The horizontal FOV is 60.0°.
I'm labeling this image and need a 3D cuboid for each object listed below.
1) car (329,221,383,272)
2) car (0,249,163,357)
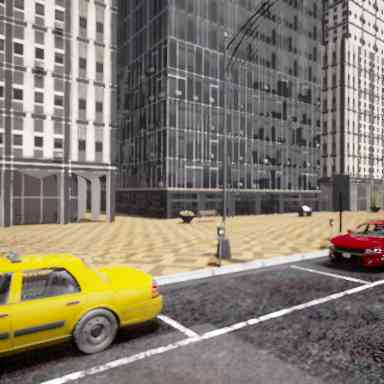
[{"bbox_3d":[6.391,1.645,11.117,4.507,1.381,1.887,1,0,-35],"label":"car"},{"bbox_3d":[-2.757,1.528,4.594,4.829,1.417,1.752,1,0,-35],"label":"car"}]
